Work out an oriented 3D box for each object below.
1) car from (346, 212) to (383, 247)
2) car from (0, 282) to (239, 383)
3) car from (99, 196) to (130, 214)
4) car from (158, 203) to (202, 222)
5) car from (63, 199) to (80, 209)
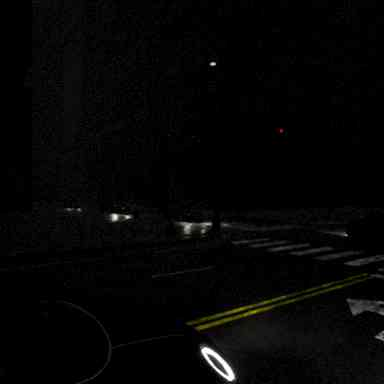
[{"bbox_3d":[8.748,1.589,15.142,1.994,1.385,4.181,0,-1,2],"label":"car"},{"bbox_3d":[-1.778,1.352,2.172,4.553,1.767,2.097,0,0,-36],"label":"car"},{"bbox_3d":[-9.502,1.540,40.545,2.150,2.045,5.566,0,-1,-35],"label":"car"},{"bbox_3d":[-1.111,1.665,28.657,1.882,1.535,5.008,0,0,-35],"label":"car"},{"bbox_3d":[-20.287,2.014,56.005,1.837,1.490,4.892,0,-1,-35],"label":"car"}]
